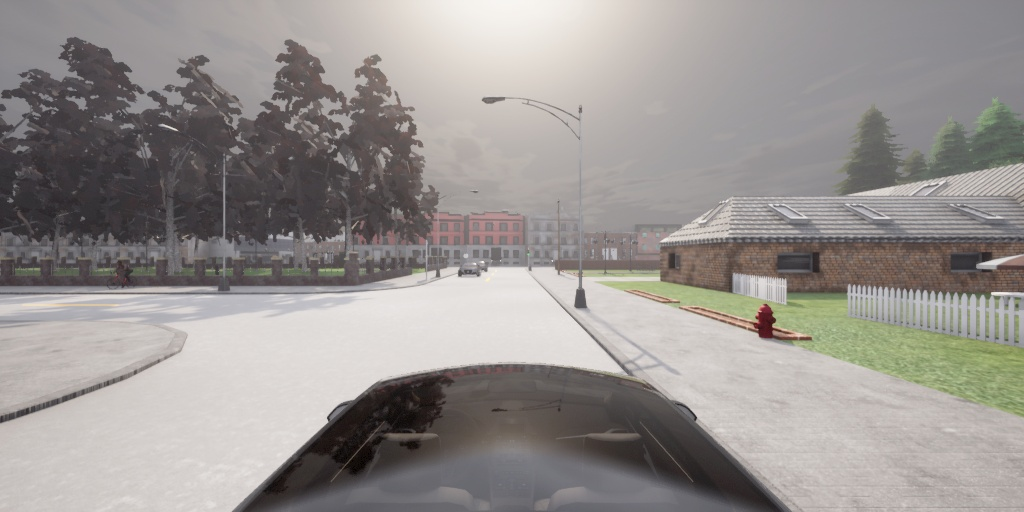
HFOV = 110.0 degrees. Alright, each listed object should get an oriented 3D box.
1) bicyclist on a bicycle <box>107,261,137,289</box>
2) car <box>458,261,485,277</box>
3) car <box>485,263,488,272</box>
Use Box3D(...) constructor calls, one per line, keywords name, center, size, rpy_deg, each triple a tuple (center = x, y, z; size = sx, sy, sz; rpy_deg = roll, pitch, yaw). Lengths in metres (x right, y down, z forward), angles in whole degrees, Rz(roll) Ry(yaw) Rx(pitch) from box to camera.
Box3D(name="bicyclist on a bicycle", center=(-22.656, 1.099, 20.853), size=(0.582, 1.620, 1.656), rpy_deg=(0, 0, 0))
Box3D(name="car", center=(-4.125, 1.314, 35.608), size=(1.994, 1.385, 4.181), rpy_deg=(0, 0, 0))
Box3D(name="car", center=(-4.109, 1.314, 45.593), size=(1.994, 1.385, 4.181), rpy_deg=(0, 0, 0))
